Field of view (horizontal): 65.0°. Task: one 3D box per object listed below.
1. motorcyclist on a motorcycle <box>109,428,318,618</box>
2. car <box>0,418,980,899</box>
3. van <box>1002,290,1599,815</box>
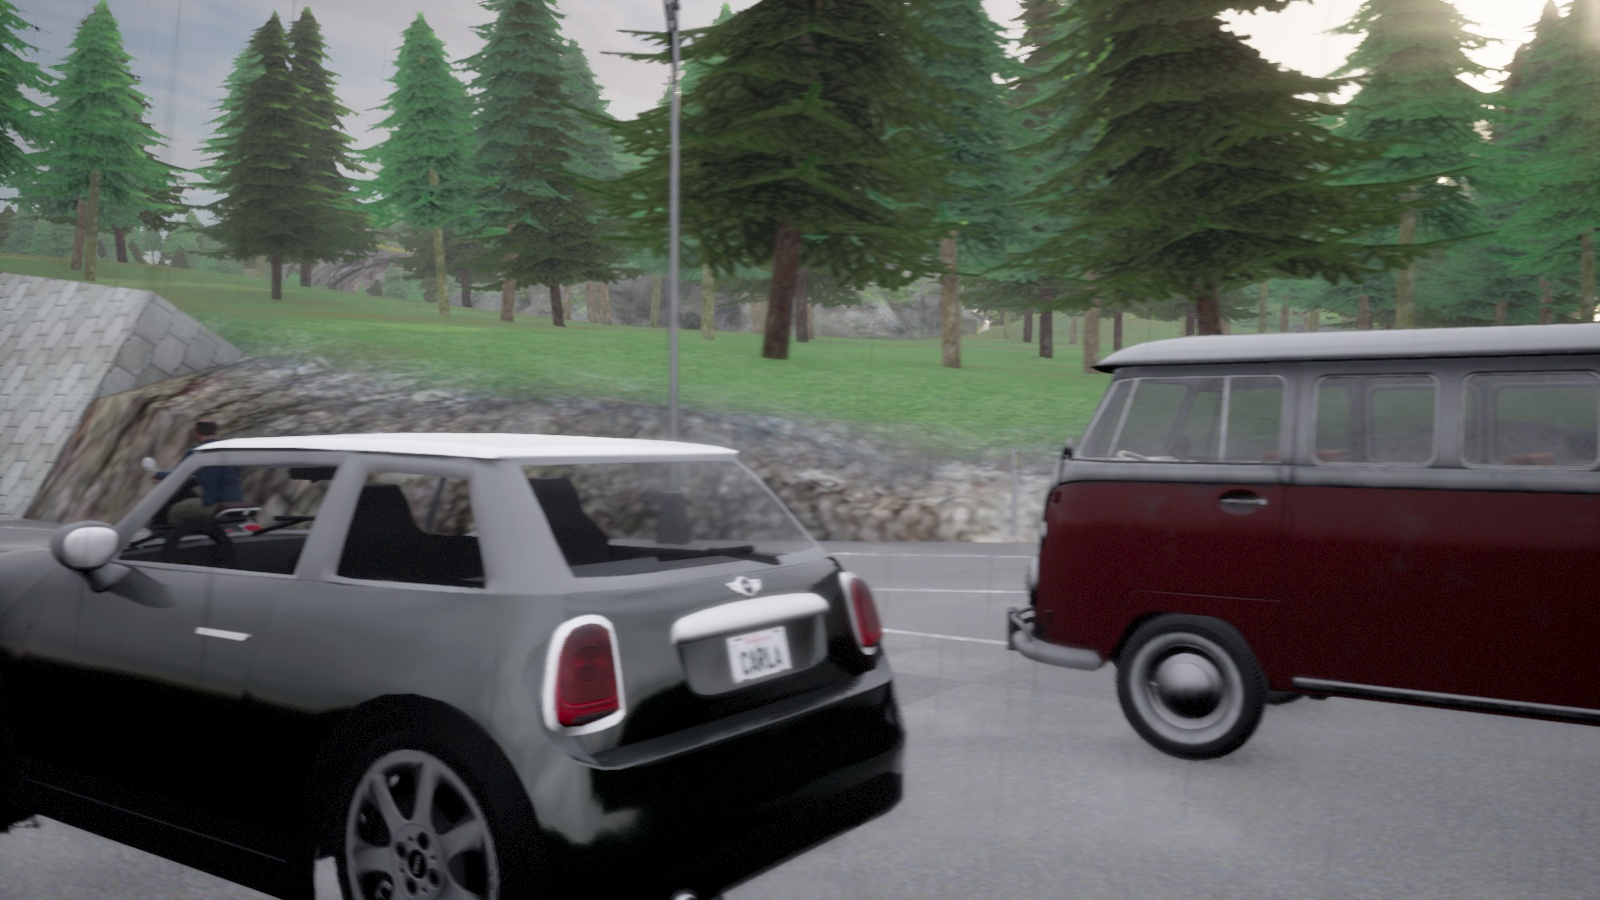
[{"bbox_3d":[-5.319,0.605,11.359,1.817,1.590,0.866,0,1,34],"label":"motorcyclist on a motorcycle"},{"bbox_3d":[-1.509,0.657,4.626,3.806,1.475,1.970,0,1,34],"label":"car"},{"bbox_3d":[3.332,0.378,5.607,4.442,1.987,1.775,0,1,34],"label":"van"}]
